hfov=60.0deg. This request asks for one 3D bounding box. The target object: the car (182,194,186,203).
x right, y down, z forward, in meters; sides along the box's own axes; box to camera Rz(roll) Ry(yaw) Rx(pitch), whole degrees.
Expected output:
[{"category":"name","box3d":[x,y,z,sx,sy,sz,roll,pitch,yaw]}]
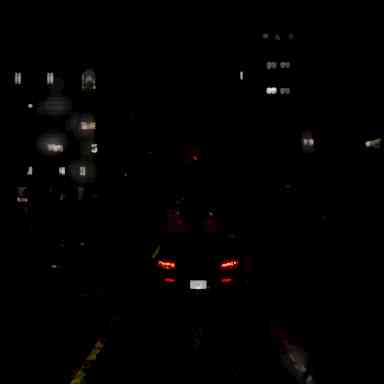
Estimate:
[{"category":"car","box3d":[-2.540,1.302,67.162,2.097,1.767,4.553,0,0,1]}]

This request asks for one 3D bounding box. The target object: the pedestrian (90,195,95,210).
[{"category":"pedestrian","box3d":[-12.015,1.264,40.194,0.375,1.860,0.375,0,1,1]}]

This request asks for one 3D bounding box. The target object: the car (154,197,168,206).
[{"category":"car","box3d":[-5.127,1.508,54.972,1.887,1.381,4.507,0,0,0]}]

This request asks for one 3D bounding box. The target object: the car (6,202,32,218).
[{"category":"car","box3d":[-17.870,1.663,31.901,5.008,1.535,1.882,-1,0,1]}]

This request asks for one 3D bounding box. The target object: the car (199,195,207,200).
[{"category":"car","box3d":[2.866,1.475,88.258,2.008,1.369,4.403,0,0,0]}]

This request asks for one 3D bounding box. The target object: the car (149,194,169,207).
[{"category":"car","box3d":[-5.146,1.284,49.420,2.192,1.841,5.009,0,0,0]}]

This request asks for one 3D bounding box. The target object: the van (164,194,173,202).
[{"category":"van","box3d":[-5.070,1.285,71.628,1.690,1.788,3.998,0,0,0]}]

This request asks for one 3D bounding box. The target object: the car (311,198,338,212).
[{"category":"car","box3d":[15.219,1.325,34.482,5.357,1.411,2.033,-1,0,1]}]

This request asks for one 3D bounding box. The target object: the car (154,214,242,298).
[{"category":"car","box3d":[0.130,1.522,8.359,1.812,1.442,4.674,0,0,0]}]

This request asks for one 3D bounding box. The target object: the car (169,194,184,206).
[{"category":"car","box3d":[-2.667,1.472,50.276,1.837,1.490,4.892,0,0,0]}]

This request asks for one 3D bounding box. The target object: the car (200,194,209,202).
[{"category":"car","box3d":[2.829,1.378,77.153,1.967,1.590,4.097,0,0,0]}]

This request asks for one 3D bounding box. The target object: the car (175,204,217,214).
[{"category":"car","box3d":[0.151,1.555,17.119,1.994,1.385,4.181,0,0,0]}]

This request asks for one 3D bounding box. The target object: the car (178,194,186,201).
[{"category":"car","box3d":[-2.473,1.340,81.826,1.812,1.442,4.674,0,0,0]}]

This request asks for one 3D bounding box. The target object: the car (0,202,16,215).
[{"category":"car","box3d":[-22.336,1.828,37.358,4.206,1.307,1.802,-1,1,1]}]

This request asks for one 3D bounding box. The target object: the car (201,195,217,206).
[{"category":"car","box3d":[2.734,1.534,49.394,1.947,1.339,4.313,0,0,0]}]

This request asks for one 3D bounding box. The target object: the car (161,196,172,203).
[{"category":"car","box3d":[-5.089,1.496,66.076,1.887,1.381,4.507,0,0,0]}]

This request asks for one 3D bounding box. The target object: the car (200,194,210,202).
[{"category":"car","box3d":[2.772,1.539,60.497,1.802,1.307,4.206,0,0,0]}]
